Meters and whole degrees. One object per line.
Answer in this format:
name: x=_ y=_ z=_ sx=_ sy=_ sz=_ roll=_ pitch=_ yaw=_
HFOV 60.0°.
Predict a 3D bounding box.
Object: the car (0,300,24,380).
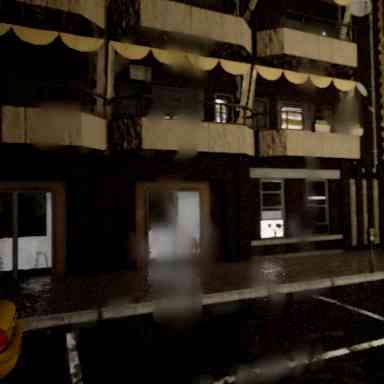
car: x=-4.478 y=1.704 z=3.473 sx=4.829 sy=1.417 sz=1.752 roll=0 pitch=-2 yaw=-23
